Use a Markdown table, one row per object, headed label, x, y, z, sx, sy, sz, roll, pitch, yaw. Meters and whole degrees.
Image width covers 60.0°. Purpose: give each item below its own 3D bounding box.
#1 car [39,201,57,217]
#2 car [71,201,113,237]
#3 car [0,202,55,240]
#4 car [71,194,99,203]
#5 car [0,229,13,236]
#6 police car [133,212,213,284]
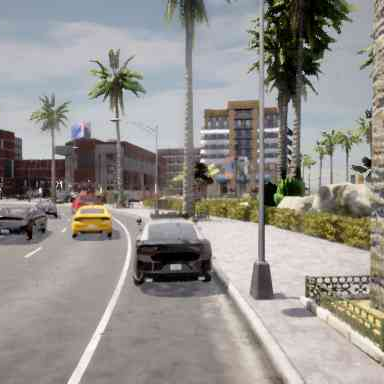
| label | x | y | z | sx | sy | sz | roll | pitch | yaw |
| --- | --- | --- | --- | --- | --- | --- | --- | --- | --- |
| car | -13.347 | 1.537 | 30.279 | 2.033 | 1.411 | 5.357 | 0 | 0 | -26 |
| car | -5.375 | 1.474 | 18.165 | 1.882 | 1.535 | 5.008 | 0 | 0 | -14 |
| car | -8.607 | 1.486 | 16.726 | 2.128 | 1.511 | 4.902 | 0 | 0 | -13 |
| car | -10.170 | 1.217 | 31.743 | 2.150 | 2.045 | 5.566 | 0 | 0 | -25 |
| car | -3.108 | 1.349 | 1.616 | 2.097 | 1.767 | 4.553 | 0 | 0 | -2 |
| police car | -0.678 | 1.424 | 9.770 | 1.930 | 1.638 | 5.238 | 0 | 0 | -7 |
